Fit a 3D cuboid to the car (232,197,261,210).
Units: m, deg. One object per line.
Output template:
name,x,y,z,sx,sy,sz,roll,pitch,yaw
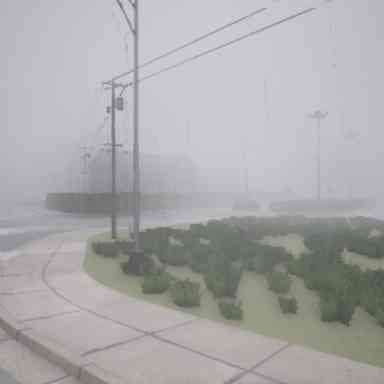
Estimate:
car,6.952,1.463,41.979,2.097,1.767,4.553,0,0,35
